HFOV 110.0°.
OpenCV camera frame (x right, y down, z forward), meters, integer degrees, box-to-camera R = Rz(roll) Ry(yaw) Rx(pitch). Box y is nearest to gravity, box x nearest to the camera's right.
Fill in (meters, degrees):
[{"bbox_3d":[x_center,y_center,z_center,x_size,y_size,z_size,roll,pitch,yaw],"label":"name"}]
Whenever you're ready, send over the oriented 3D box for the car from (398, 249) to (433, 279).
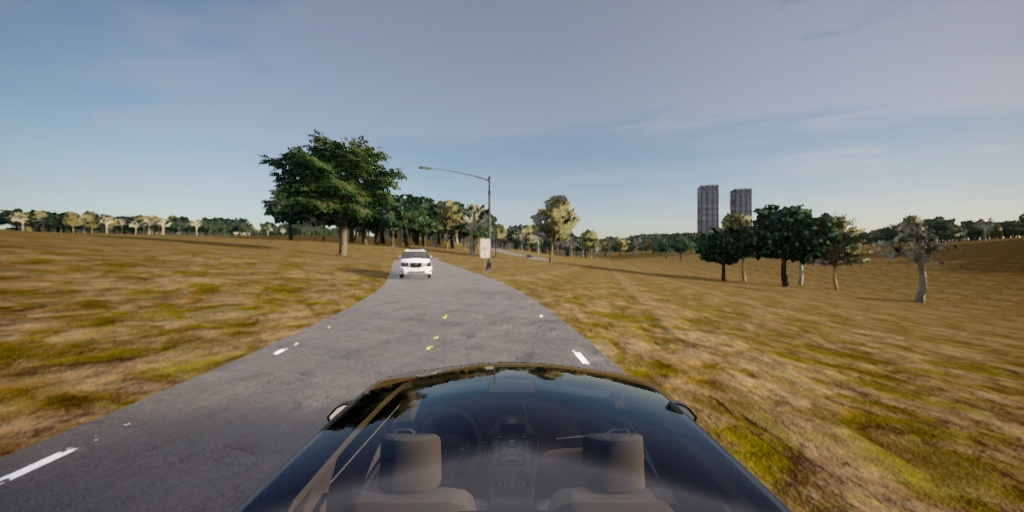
[{"bbox_3d":[-7.154,0.515,26.493,2.150,2.045,5.566,0,1,-17],"label":"car"}]
